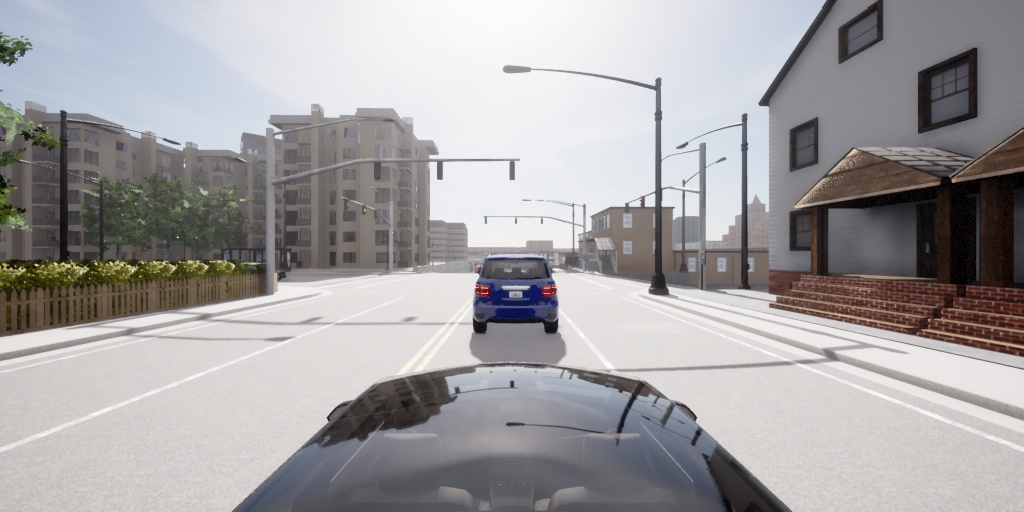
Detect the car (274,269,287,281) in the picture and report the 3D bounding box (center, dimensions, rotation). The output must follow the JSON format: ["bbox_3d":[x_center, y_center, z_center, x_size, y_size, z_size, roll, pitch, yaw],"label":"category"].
[{"bbox_3d":[-20.347,1.255,28.067,4.892,1.490,1.837,0,0,1],"label":"car"}]

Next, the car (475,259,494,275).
[{"bbox_3d":[-3.562,1.506,46.886,2.097,1.767,4.553,1,-5,0],"label":"car"}]

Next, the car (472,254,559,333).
[{"bbox_3d":[0.100,0.971,10.866,2.150,2.045,5.566,0,0,0],"label":"car"}]
